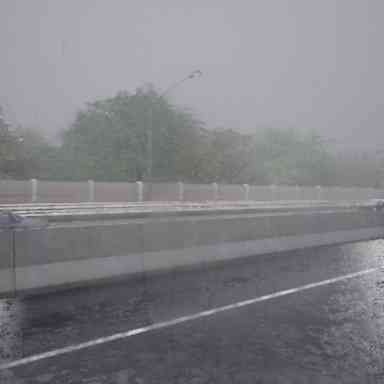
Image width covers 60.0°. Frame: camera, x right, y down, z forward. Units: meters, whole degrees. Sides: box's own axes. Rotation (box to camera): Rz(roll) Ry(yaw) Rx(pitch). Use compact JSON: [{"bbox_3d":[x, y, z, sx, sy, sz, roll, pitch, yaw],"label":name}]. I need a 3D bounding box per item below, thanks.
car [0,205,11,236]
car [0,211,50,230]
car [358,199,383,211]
[{"bbox_3d":[-12.091,1.484,16.847,4.902,1.511,2.128,0,0,-35],"label":"car"},{"bbox_3d":[-9.108,1.544,14.683,5.357,1.411,2.033,0,0,-35],"label":"car"},{"bbox_3d":[22.174,1.670,40.351,5.008,1.535,1.882,1,0,-33],"label":"car"}]
